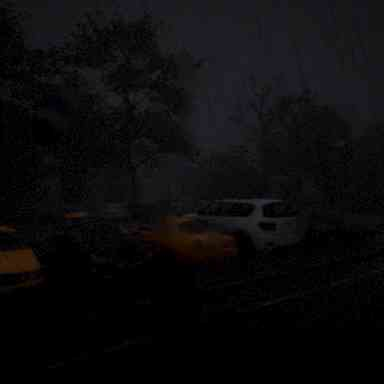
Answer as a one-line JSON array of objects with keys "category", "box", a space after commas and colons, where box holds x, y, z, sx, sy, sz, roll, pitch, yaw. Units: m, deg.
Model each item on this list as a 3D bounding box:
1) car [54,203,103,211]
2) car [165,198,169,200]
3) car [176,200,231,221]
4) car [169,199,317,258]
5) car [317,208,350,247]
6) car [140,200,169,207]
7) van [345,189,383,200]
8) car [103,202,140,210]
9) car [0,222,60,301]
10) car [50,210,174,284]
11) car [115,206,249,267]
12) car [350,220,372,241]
[{"category": "car", "box": [-7.997, 1.514, 22.133, 1.946, 1.575, 5.366, 0, 0, -35]}, {"category": "car", "box": [-1.433, 1.394, 27.028, 2.185, 1.767, 4.553, 0, 0, -35]}, {"category": "car", "box": [0.853, 1.520, 28.596, 2.097, 1.535, 5.008, 0, 0, -35]}, {"category": "car", "box": [1.672, 1.272, 13.209, 2.435, 2.045, 5.566, 0, 0, -35]}, {"category": "car", "box": [3.954, 1.525, 14.790, 2.097, 1.535, 5.008, 0, 0, -35]}, {"category": "car", "box": [-3.560, 1.548, 25.454, 2.163, 1.488, 4.792, 0, 0, -35]}, {"category": "van", "box": [22.907, 0.520, 44.325, 1.878, 1.987, 4.442, -1, 1, -35]}, {"category": "car", "box": [-5.839, 1.557, 23.879, 2.002, 1.452, 4.674, 0, 0, -35]}, {"category": "car", "box": [-5.011, 1.518, 8.234, 1.946, 1.575, 5.366, 0, 0, -35]}, {"category": "car", "box": [-2.853, 1.523, 9.990, 2.231, 1.521, 4.892, 0, 0, -35]}, {"category": "car", "box": [-0.687, 1.520, 11.737, 1.946, 1.575, 5.366, 0, 0, -35]}, {"category": "car", "box": [6.242, 1.555, 16.362, 2.163, 1.488, 4.792, 0, 0, -35]}]
